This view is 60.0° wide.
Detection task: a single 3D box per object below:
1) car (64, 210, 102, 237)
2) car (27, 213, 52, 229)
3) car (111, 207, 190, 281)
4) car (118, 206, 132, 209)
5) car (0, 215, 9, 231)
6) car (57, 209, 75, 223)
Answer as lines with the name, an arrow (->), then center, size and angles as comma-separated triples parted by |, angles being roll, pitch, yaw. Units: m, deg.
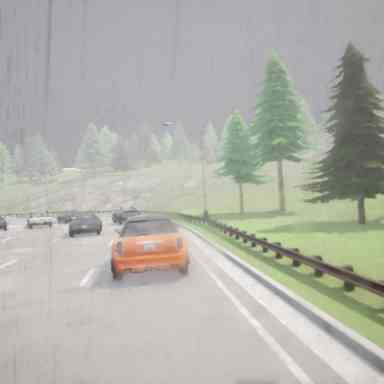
car -> -7.159, 2.138, 22.540 | 1.994, 1.385, 4.181 | -3, 0, -14
car -> -14.627, 2.677, 31.757 | 1.895, 1.301, 4.718 | -3, 0, -30
car -> -1.402, 1.506, 10.813 | 2.097, 1.767, 4.553 | -3, 0, -8
car -> -5.991, 2.046, 29.909 | 2.128, 1.511, 4.902 | -3, 0, -22
car -> -17.769, 2.813, 30.053 | 1.994, 1.385, 4.181 | -3, -1, -30
car -> -12.958, 2.566, 35.282 | 1.994, 1.385, 4.181 | -3, 0, -33
